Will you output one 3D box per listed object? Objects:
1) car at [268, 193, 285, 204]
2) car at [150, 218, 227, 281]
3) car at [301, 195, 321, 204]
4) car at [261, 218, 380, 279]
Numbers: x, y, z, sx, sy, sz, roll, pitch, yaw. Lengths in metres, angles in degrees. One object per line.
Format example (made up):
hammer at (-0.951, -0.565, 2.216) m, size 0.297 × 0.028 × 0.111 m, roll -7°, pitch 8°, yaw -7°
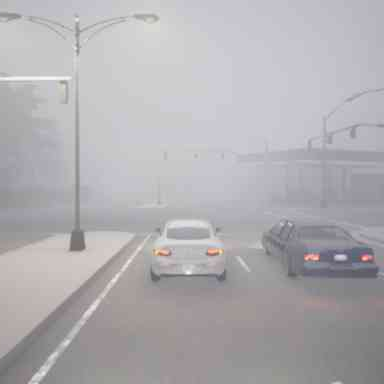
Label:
car at (12.233, 0.955, 49.272) m, size 2.242 × 1.667 × 4.611 m, roll 0°, pitch 0°, yaw -1°
car at (-0.108, 1.460, 9.480) m, size 1.812 × 1.442 × 4.674 m, roll 0°, pitch 0°, yaw -1°
car at (17.962, 1.109, 50.149) m, size 1.970 × 1.475 × 3.806 m, roll 0°, pitch 0°, yaw -1°
car at (3.367, 1.478, 9.833) m, size 2.033 × 1.411 × 5.357 m, roll 0°, pitch 0°, yaw 2°
